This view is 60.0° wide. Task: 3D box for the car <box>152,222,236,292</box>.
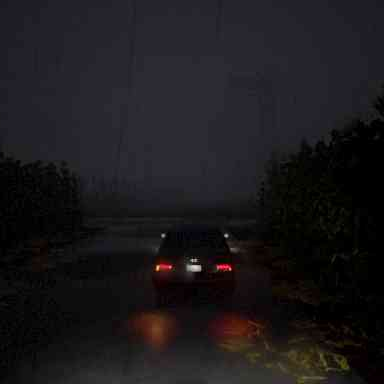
[{"bbox_3d":[0.071,1.536,9.025,2.033,1.411,5.357,0,0,1],"label":"car"}]
